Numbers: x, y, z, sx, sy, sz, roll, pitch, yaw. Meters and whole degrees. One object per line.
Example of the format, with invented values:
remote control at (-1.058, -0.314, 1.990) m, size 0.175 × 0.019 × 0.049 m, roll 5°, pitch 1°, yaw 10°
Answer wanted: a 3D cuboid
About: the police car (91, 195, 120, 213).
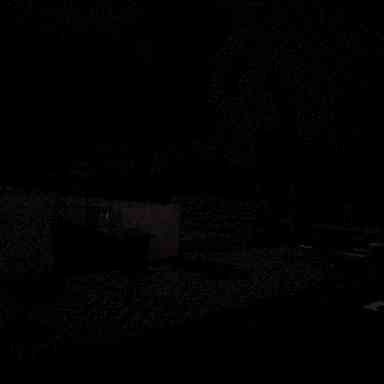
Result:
police car at (-8.025, 1.069, 30.995) m, size 2.038 × 1.542 × 4.974 m, roll 1°, pitch 0°, yaw -36°
